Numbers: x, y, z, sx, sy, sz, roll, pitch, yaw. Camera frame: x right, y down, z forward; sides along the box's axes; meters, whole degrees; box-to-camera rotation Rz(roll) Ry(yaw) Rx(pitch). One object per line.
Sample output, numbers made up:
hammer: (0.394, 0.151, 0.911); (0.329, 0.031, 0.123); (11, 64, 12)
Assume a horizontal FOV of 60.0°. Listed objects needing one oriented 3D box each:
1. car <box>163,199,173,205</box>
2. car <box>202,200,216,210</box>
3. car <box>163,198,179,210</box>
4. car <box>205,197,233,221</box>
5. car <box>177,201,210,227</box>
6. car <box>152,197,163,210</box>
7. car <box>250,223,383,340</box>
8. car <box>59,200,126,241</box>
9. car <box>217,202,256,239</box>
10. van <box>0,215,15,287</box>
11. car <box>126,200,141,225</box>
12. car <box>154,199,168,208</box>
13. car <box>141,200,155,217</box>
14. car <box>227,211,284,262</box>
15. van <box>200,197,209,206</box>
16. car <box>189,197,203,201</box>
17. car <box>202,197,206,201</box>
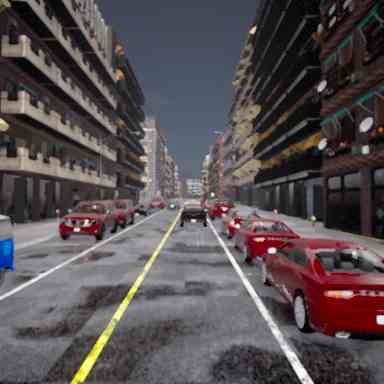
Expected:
car: (-5.266, 2.158, 73.103); (1.802, 1.307, 4.206); (1, -1, 0)
car: (2.572, 1.949, 50.920); (1.802, 1.307, 4.206); (1, -1, 0)
car: (-2.727, 1.845, 49.189); (2.128, 1.511, 4.902); (0, -1, 0)
car: (2.568, 1.506, 28.797); (2.192, 1.841, 5.009); (1, 0, 0)
car: (0.111, 1.666, 24.467); (1.837, 1.490, 4.892); (0, 0, 0)
car: (-5.269, 1.684, 50.981); (2.192, 1.841, 5.009); (1, 0, 0)
car: (2.588, 1.587, 6.672); (1.887, 1.381, 4.507); (1, 0, 0)
car: (-5.282, 1.431, 17.799); (2.192, 1.841, 5.009); (1, 0, 0)
car: (2.603, 1.554, 17.735); (1.967, 1.590, 4.097); (1, 0, 0)
van: (-5.288, 1.384, 6.739); (1.690, 1.788, 3.998); (1, 0, 0)
car: (-5.280, 1.468, 23.329); (2.192, 1.841, 5.009); (1, 0, 0)
car: (-5.272, 1.962, 56.510); (1.887, 1.381, 4.507); (1, -1, 0)
car: (-5.281, 1.799, 34.390); (1.947, 1.339, 4.313); (1, 0, 0)
car: (2.590, 1.622, 12.202); (1.887, 1.381, 4.507); (1, 0, 0)
van: (2.583, 1.861, 67.516); (1.690, 1.788, 3.998); (1, -1, 0)
car: (0.120, 1.767, 41.634); (1.882, 1.535, 5.008); (0, 0, 0)
car: (2.570, 1.716, 39.859); (1.967, 1.590, 4.097); (1, 0, 0)
